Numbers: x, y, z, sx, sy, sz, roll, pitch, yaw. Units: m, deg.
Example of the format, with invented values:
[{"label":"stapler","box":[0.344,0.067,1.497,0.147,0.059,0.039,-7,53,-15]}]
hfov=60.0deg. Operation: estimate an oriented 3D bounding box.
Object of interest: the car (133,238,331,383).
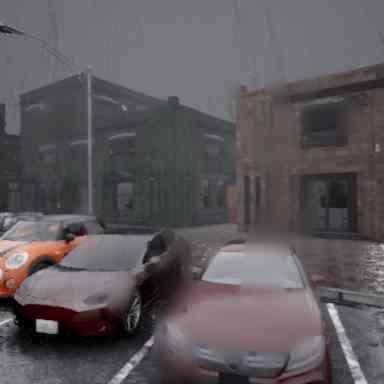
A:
[{"label":"car","box":[1.018,1.546,5.364,2.002,1.452,4.674,0,-1,16]}]

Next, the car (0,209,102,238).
[{"label":"car","box":[-3.854,1.437,8.889,2.185,1.767,4.553,0,-1,16]}]

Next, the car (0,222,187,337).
[{"label":"car","box":[-1.433,1.562,7.080,2.163,1.488,4.792,0,-1,16]}]
